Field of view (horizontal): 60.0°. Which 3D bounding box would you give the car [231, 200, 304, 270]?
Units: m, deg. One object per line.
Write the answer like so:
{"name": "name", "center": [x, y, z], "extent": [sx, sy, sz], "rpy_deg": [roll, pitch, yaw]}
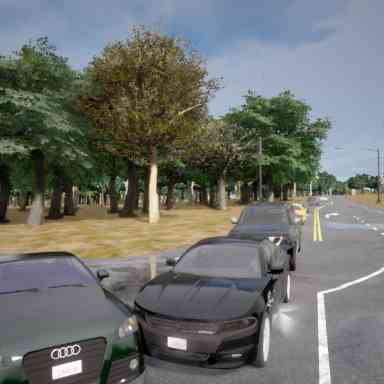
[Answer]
{"name": "car", "center": [2.836, 1.459, 12.438], "extent": [2.150, 2.045, 5.566], "rpy_deg": [-2, 0, 20]}

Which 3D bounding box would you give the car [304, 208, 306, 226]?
{"name": "car", "center": [5.054, 1.774, 18.346], "extent": [1.895, 1.301, 4.718], "rpy_deg": [-1, 0, 21]}

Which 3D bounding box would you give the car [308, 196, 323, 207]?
{"name": "car", "center": [20.680, 1.571, 57.031], "extent": [2.097, 1.767, 4.553], "rpy_deg": [-1, 0, 28]}

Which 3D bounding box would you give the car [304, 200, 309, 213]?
{"name": "car", "center": [7.748, 1.667, 25.594], "extent": [1.882, 1.535, 5.008], "rpy_deg": [-1, 0, 20]}

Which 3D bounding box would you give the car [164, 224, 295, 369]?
{"name": "car", "center": [0.725, 1.613, 6.295], "extent": [1.882, 1.535, 5.008], "rpy_deg": [-1, -2, 21]}

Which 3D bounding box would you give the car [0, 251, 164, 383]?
{"name": "car", "center": [-2.319, 1.643, 4.992], "extent": [1.994, 1.385, 4.181], "rpy_deg": [1, -2, -33]}

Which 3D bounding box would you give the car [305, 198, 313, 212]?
{"name": "car", "center": [13.106, 1.746, 39.835], "extent": [1.812, 1.442, 4.674], "rpy_deg": [-1, 0, 21]}

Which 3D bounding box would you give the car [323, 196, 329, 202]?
{"name": "car", "center": [31.108, 1.638, 78.400], "extent": [1.812, 1.442, 4.674], "rpy_deg": [-1, 0, 25]}
